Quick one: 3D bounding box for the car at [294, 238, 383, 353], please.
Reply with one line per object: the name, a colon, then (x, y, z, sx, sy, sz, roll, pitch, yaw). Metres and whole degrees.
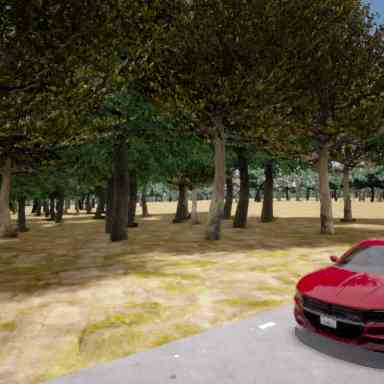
car: (4.013, 1.666, 6.464, 5.008, 1.535, 1.882, 0, -2, -37)
